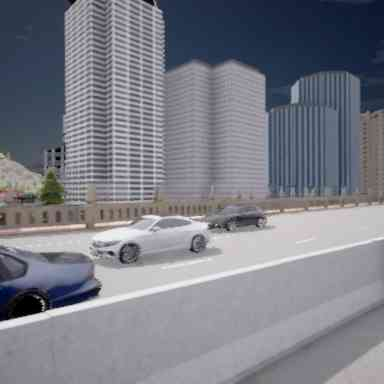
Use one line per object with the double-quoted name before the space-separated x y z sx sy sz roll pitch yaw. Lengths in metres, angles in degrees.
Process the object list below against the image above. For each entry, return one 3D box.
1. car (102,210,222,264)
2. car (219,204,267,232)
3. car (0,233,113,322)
"car" -1.318 1.550 12.078 4.674 1.442 1.812 0 0 -40
"car" 2.674 1.523 20.339 4.892 1.490 1.837 0 0 -44
"car" -4.250 1.575 5.326 5.357 1.411 2.033 0 0 -36
